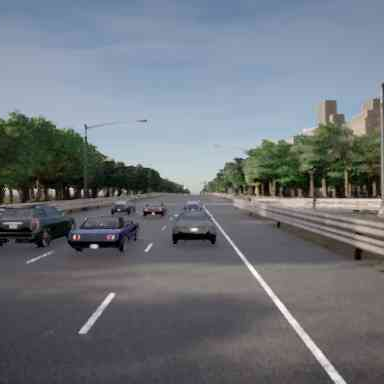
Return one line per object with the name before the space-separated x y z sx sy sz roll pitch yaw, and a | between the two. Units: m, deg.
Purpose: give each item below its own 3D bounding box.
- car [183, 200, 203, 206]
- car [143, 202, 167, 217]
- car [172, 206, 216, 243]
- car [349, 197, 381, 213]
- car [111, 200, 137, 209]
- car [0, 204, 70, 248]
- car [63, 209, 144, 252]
car | 0.091 1.523 33.701 1.812 1.442 4.674 0 0 0
car | -3.406 1.603 31.469 1.895 1.301 4.718 0 0 0
car | 0.098 1.571 16.134 1.994 1.385 4.181 0 0 0
car | 17.670 1.223 31.953 1.801 1.575 5.366 0 -1 -30
car | -6.909 1.522 33.780 1.812 1.442 4.674 0 0 0
car | -6.902 1.358 14.975 2.097 1.767 4.553 0 0 0
car | -3.403 1.607 13.814 1.895 1.301 4.718 0 0 0
